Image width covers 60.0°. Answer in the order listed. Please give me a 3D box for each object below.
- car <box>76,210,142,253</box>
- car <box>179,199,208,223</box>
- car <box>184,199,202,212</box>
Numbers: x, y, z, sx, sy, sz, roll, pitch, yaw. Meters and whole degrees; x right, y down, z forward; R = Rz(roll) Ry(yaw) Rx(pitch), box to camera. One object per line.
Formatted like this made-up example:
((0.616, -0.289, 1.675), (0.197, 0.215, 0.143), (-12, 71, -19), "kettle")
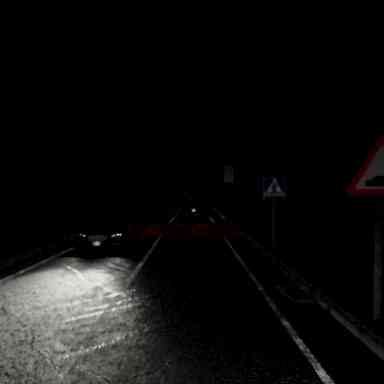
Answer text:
((-3.334, 1.548, 14.115), (2.128, 1.511, 4.902), (0, 0, 0), "car")
((0.112, 1.387, 23.922), (2.033, 1.649, 4.856), (0, -3, 0), "car")
((0.213, 1.521, 39.439), (1.994, 1.385, 4.181), (0, 0, 2), "car")
